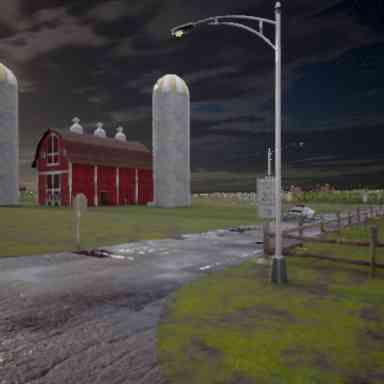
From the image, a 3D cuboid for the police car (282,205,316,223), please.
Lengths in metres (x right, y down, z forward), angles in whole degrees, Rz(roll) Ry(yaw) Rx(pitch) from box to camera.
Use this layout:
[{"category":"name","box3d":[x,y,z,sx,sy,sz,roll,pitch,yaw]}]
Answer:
[{"category":"police car","box3d":[10.072,2.013,31.243,2.038,1.542,4.974,0,-1,35]}]
